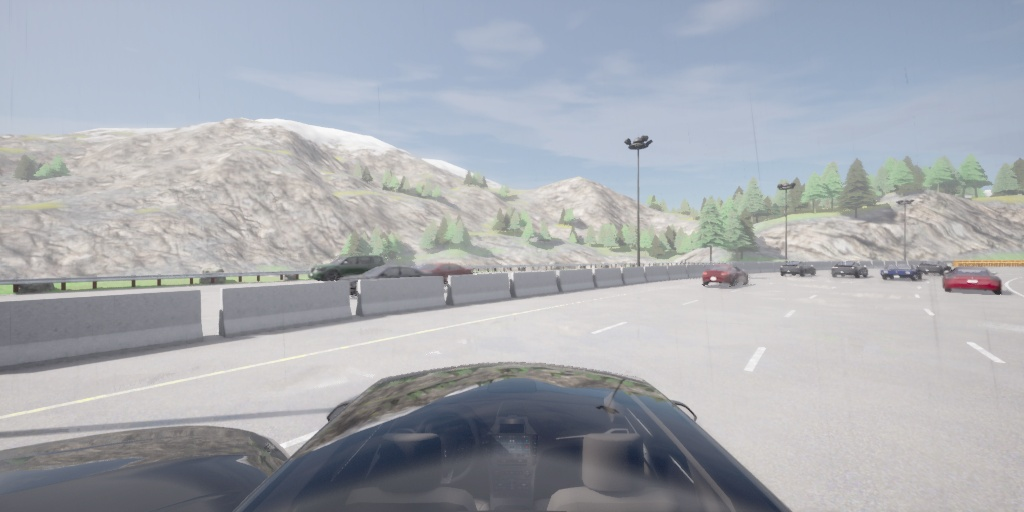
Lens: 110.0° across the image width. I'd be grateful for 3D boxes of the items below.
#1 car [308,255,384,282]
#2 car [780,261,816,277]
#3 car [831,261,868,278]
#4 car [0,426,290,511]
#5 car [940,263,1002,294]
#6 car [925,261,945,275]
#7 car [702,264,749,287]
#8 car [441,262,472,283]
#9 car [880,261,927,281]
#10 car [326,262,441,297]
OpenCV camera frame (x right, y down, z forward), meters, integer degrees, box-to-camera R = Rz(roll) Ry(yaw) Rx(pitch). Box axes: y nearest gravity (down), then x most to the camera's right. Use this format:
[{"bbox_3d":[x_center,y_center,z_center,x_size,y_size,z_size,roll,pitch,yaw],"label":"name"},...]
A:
[{"bbox_3d":[-12.308,0.971,27.353,2.150,2.045,5.566,0,0,42],"label":"car"},{"bbox_3d":[28.184,1.241,35.299,4.902,1.511,2.128,0,0,-35],"label":"car"},{"bbox_3d":[31.376,1.242,33.286,4.902,1.511,2.128,0,0,-35],"label":"car"},{"bbox_3d":[-2.981,1.255,0.477,4.892,1.490,1.837,0,0,-45],"label":"car"},{"bbox_3d":[26.153,1.314,20.451,4.181,1.385,1.994,0,0,-40],"label":"car"},{"bbox_3d":[43.314,1.242,36.808,4.902,1.511,2.128,0,0,-31],"label":"car"},{"bbox_3d":[14.433,1.276,24.212,4.674,1.442,1.812,0,0,-42],"label":"car"},{"bbox_3d":[-5.030,1.227,24.896,1.882,1.535,5.008,0,0,43],"label":"car"},{"bbox_3d":[32.309,1.351,29.677,4.718,1.301,1.895,0,0,-35],"label":"car"},{"bbox_3d":[-6.338,1.227,18.230,1.882,1.535,5.008,0,0,41],"label":"car"}]
